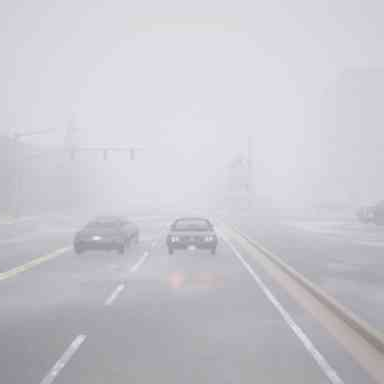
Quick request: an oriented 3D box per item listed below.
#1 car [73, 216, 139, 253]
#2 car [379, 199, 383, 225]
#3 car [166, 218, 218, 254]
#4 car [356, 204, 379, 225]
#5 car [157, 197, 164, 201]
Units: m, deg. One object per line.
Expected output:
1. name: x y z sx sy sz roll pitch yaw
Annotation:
1. car: -3.501 1.699 14.279 1.994 1.385 4.181 0 0 0
2. car: 14.289 1.352 20.761 3.866 1.878 1.905 0 -1 -2
3. car: 0.002 1.734 14.108 1.895 1.301 4.718 0 0 0
4. car: 14.269 1.377 23.656 4.605 1.855 1.932 0 -1 -2
5. car: -9.080 2.151 94.939 1.812 1.442 4.674 0 -1 -2
